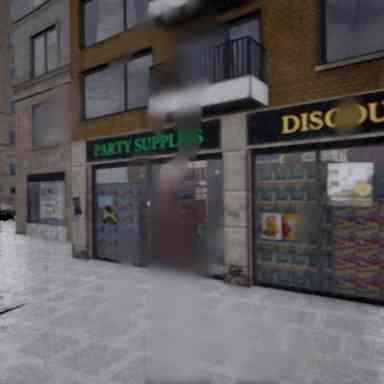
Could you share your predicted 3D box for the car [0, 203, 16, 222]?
[{"bbox_3d":[-15.619,1.660,25.990,1.882,1.535,5.008,-1,0,35],"label":"car"}]
